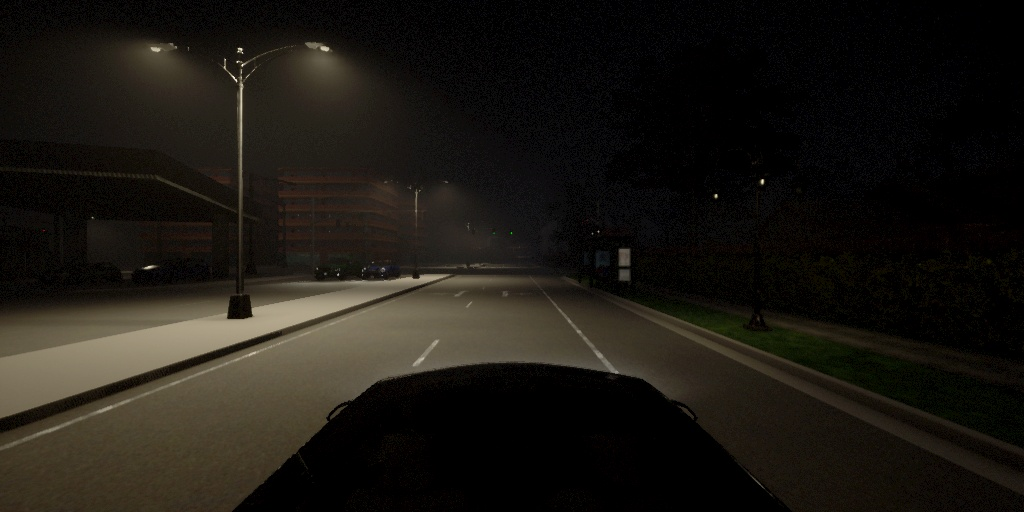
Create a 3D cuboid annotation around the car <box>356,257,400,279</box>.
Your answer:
[{"bbox_3d":[-11.500,1.151,31.630,2.097,1.767,4.553,0,0,0],"label":"car"}]

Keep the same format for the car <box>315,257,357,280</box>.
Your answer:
[{"bbox_3d":[-15.000,1.074,31.570,2.150,2.045,5.566,0,0,0],"label":"car"}]
